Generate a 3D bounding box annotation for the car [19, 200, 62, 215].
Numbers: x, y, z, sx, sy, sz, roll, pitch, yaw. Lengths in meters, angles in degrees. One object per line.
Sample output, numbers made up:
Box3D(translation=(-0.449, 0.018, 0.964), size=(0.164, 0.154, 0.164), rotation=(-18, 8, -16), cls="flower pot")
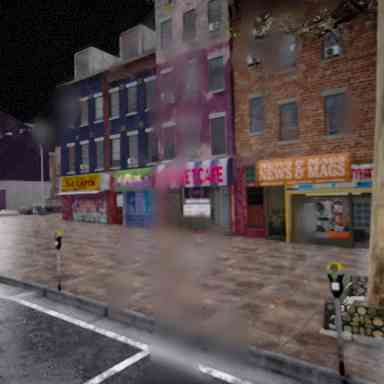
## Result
Box3D(translation=(-15.215, 1.561, 34.246), size=(1.837, 1.490, 4.892), rotation=(-2, -1, 36), cls="car")
